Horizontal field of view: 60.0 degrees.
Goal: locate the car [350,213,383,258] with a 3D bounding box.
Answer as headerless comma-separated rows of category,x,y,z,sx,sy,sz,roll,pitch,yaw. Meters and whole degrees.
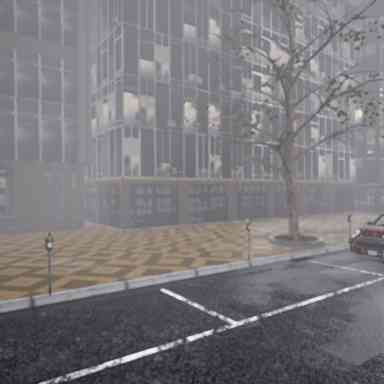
car,7.439,1.433,11.888,4.097,1.590,1.967,0,0,-36
